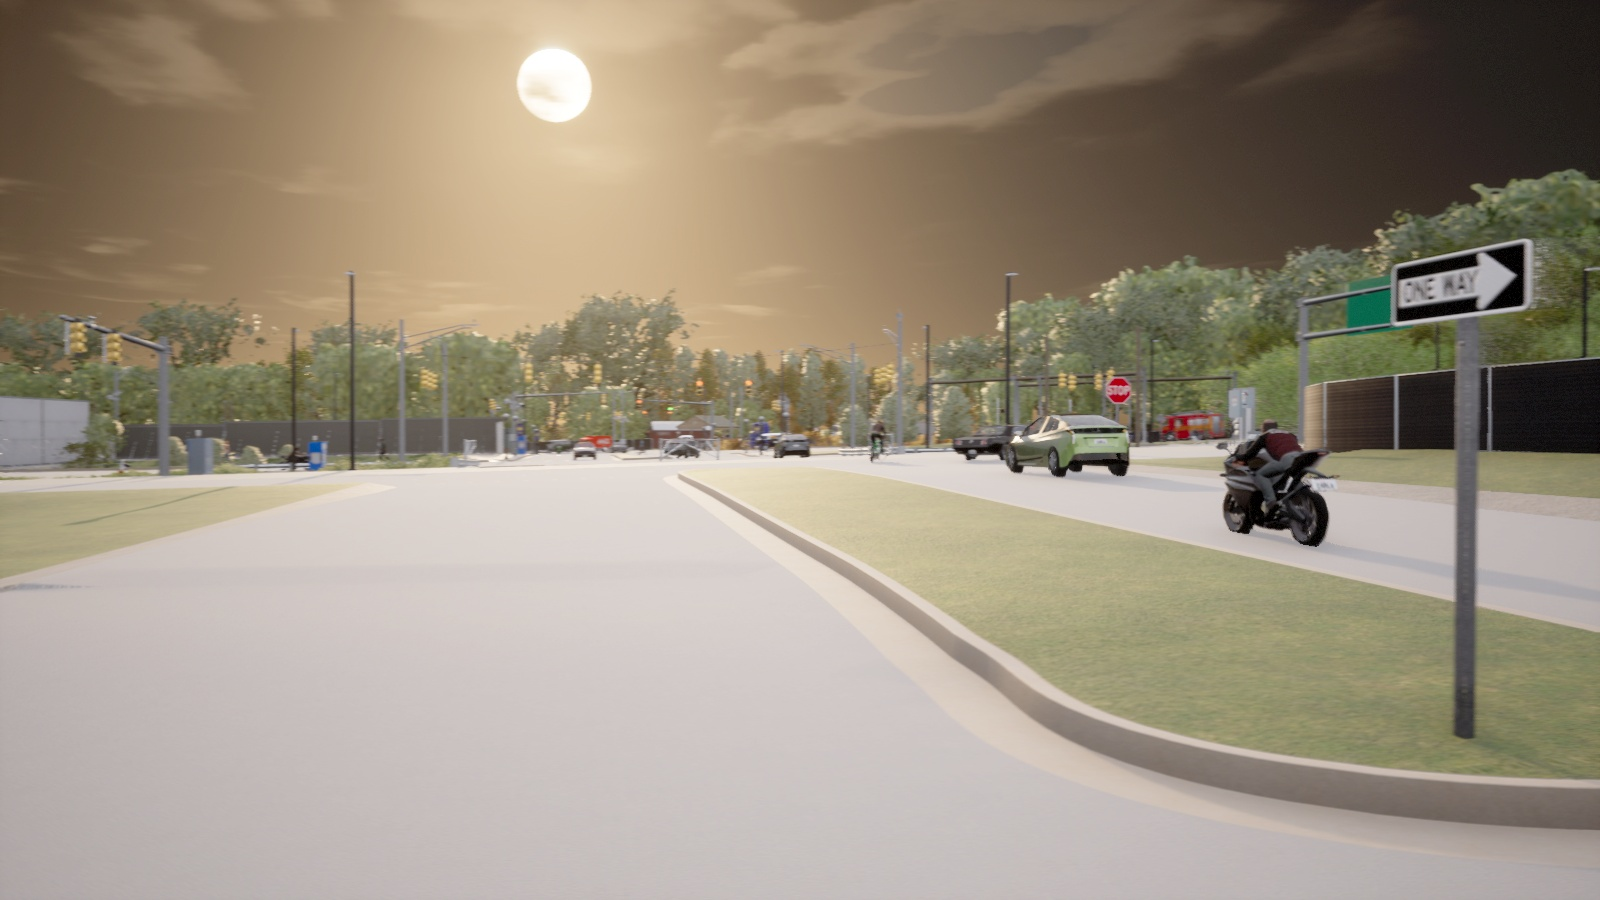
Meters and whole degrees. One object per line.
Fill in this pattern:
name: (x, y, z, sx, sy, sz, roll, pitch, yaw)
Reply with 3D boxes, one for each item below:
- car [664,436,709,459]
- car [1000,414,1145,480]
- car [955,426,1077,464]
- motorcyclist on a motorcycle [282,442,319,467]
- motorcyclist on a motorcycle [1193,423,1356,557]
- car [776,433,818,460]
car: (-8.763, -0.172, 97.497, 2.128, 1.511, 4.902, 1, -2, 11)
car: (6.712, -0.125, 31.441, 2.007, 1.525, 4.514, 0, 1, -10)
car: (8.091, -0.226, 46.811, 4.718, 1.301, 1.895, -2, 1, -40)
motorcyclist on a motorcycle: (-31.542, 0.297, 79.341, 2.044, 1.523, 0.797, -1, 1, -9)
motorcyclist on a motorcycle: (5.880, 0.441, 15.736, 0.866, 1.530, 2.191, 0, 2, -11)
car: (-0.206, -0.222, 73.798, 2.007, 1.525, 4.514, -1, 1, -6)
